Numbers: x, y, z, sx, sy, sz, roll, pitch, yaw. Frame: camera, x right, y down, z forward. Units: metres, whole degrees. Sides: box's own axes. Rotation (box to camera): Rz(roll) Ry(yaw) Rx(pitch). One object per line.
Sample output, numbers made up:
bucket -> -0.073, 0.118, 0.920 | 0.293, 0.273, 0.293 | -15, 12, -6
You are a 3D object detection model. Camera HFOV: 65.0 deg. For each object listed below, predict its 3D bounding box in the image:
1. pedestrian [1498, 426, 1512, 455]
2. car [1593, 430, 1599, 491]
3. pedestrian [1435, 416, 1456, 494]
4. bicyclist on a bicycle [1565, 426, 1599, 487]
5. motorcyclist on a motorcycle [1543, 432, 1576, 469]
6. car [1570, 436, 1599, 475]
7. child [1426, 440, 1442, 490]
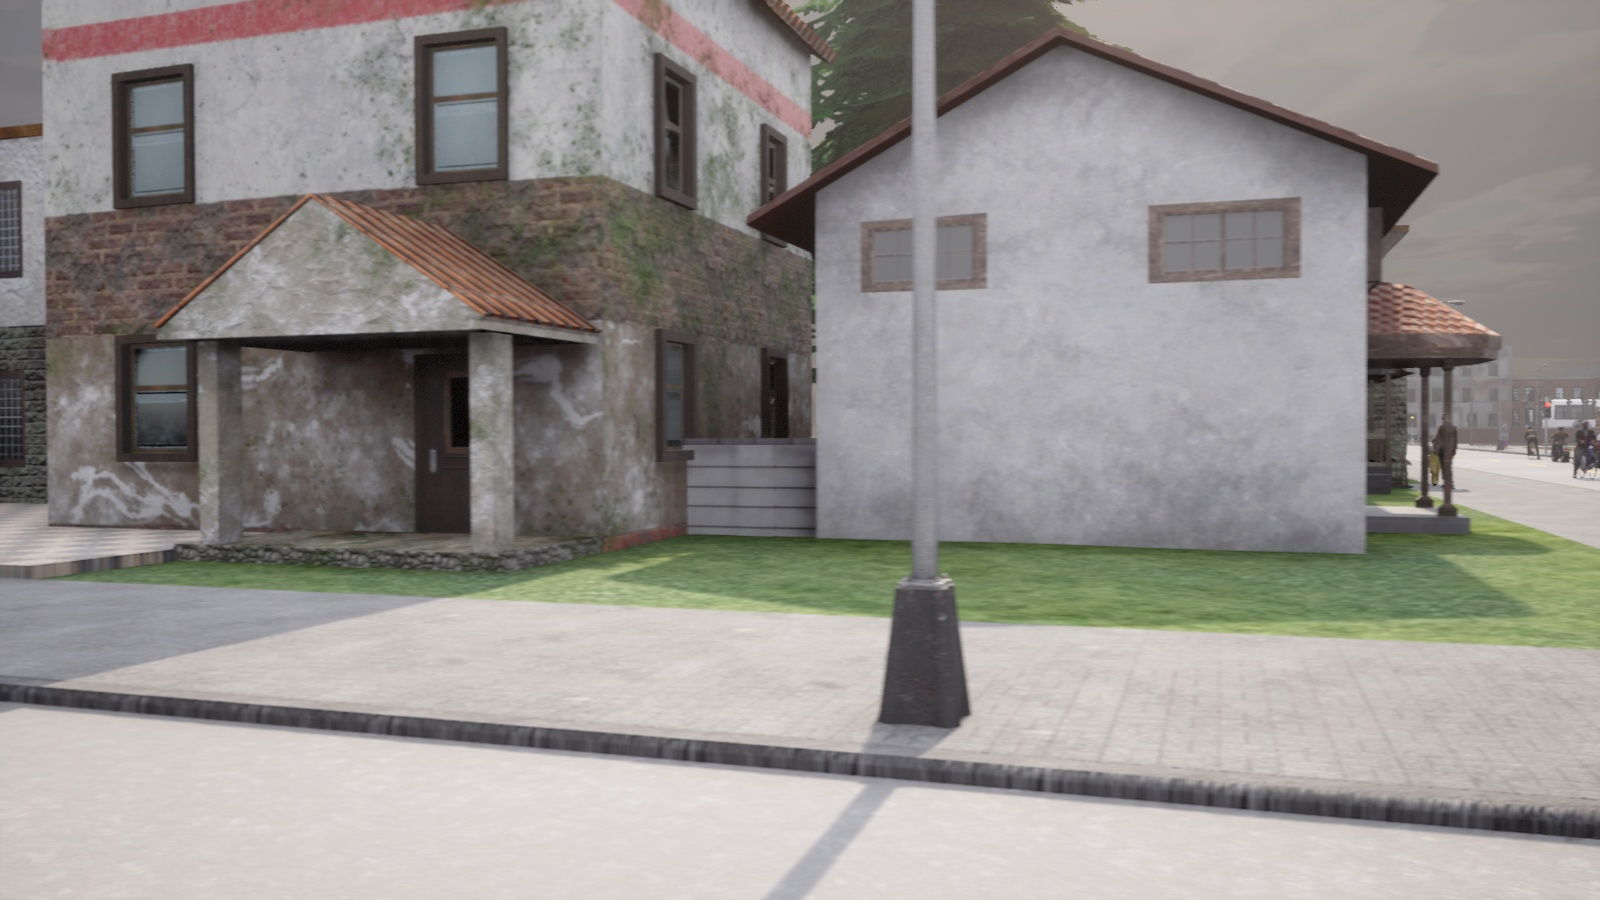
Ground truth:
pedestrian -> 48.373, -0.664, 86.221 | 0.659, 1.952, 0.873 | 1, 1, 18
car -> 21.437, 0.303, 31.344 | 1.851, 1.617, 3.988 | 1, 1, 19
pedestrian -> 15.453, 0.113, 30.070 | 0.331, 1.846, 0.634 | 0, 1, 17
bicyclist on a bicycle -> 23.545, 0.183, 37.619 | 0.659, 1.776, 1.843 | 1, 1, 19
motorcyclist on a motorcycle -> 34.036, 0.003, 56.294 | 0.766, 1.649, 2.350 | 1, 1, 19
car -> 31.442, 0.193, 48.572 | 1.812, 1.442, 4.674 | 1, 1, 19
child -> 15.928, 0.371, 31.556 | 0.270, 1.263, 0.437 | 0, 1, 15
